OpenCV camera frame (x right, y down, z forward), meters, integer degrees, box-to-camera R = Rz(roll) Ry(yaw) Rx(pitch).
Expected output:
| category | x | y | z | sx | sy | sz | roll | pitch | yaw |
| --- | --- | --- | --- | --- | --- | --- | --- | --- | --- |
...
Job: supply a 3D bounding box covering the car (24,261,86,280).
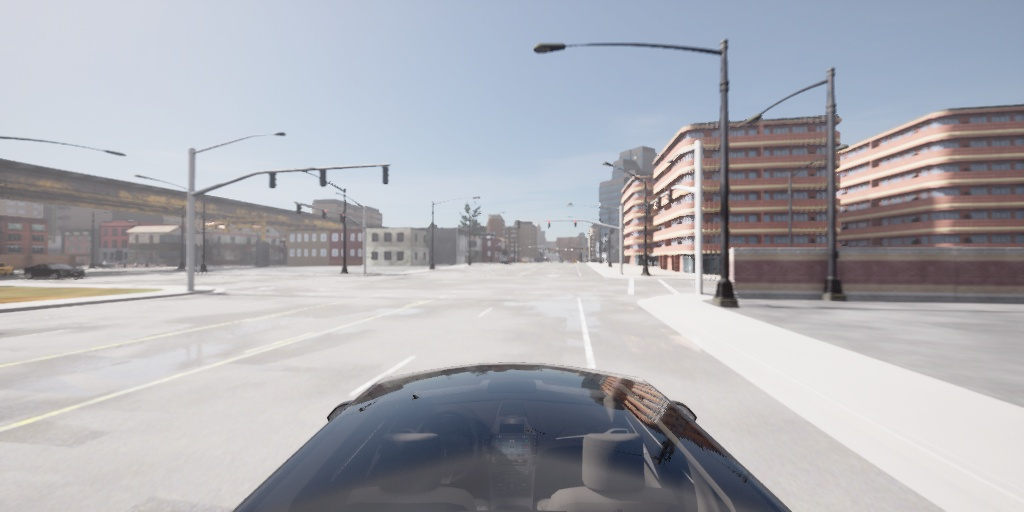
| category | x | y | z | sx | sy | sz | roll | pitch | yaw |
| --- | --- | --- | --- | --- | --- | --- | --- | --- | --- |
| car | -42.295 | 1.394 | 33.212 | 5.008 | 1.535 | 1.882 | 0 | 0 | 10 |
